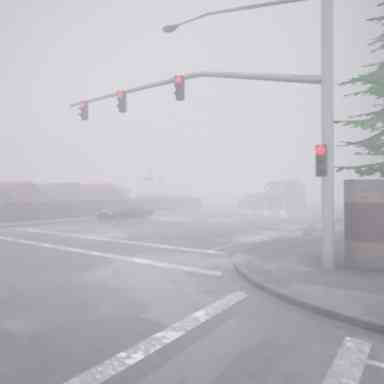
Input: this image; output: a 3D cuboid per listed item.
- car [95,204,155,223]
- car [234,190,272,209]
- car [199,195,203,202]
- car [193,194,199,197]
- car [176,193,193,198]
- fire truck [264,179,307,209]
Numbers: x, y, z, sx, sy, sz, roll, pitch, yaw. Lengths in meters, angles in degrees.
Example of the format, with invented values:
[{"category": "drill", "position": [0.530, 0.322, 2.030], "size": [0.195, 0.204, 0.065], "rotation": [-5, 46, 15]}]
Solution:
[{"category": "car", "position": [-5.125, 1.591, 25.681], "size": [1.895, 1.301, 4.718], "rotation": [0, 0, 35]}, {"category": "car", "position": [8.153, 1.166, 44.295], "size": [2.150, 2.045, 5.566], "rotation": [0, 0, 36]}, {"category": "car", "position": [0.437, 1.455, 70.864], "size": [3.806, 1.475, 1.970], "rotation": [0, 0, 36]}, {"category": "car", "position": [-1.261, 1.430, 68.518], "size": [3.905, 1.438, 1.784], "rotation": [0, 0, 36]}, {"category": "car", "position": [-2.793, 1.224, 66.315], "size": [4.605, 1.855, 1.932], "rotation": [0, 0, 36]}, {"category": "fire truck", "position": [12.641, 0.259, 44.433], "size": [2.891, 3.827, 8.468], "rotation": [0, 0, 35]}]
